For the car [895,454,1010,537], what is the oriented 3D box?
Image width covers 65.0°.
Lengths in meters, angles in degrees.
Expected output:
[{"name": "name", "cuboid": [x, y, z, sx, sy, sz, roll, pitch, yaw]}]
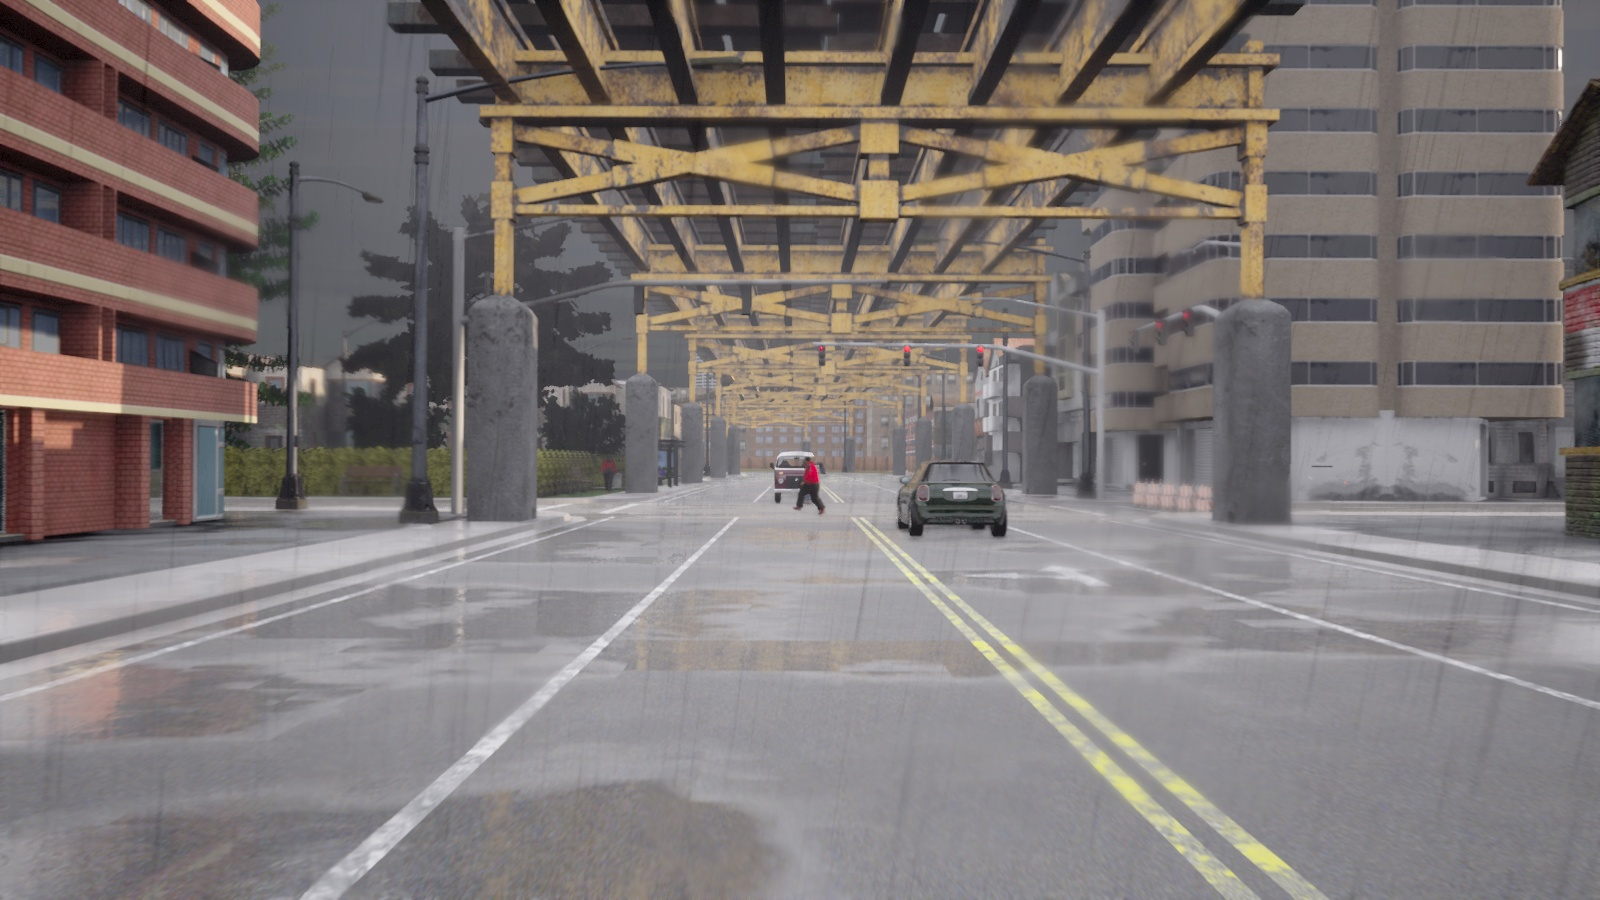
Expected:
[{"name": "car", "cuboid": [3.425, 0.990, 29.056, 2.097, 1.767, 4.553, 0, -1, 0]}]

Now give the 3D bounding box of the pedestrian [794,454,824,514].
[{"name": "pedestrian", "cuboid": [0.284, 1.037, 38.760, 0.899, 1.844, 0.634, 0, -1, -1]}]

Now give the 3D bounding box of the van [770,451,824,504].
[{"name": "van", "cuboid": [-0.131, 1.077, 50.896, 2.069, 2.038, 4.480, 0, -1, 0]}]

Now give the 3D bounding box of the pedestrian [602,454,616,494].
[{"name": "pedestrian", "cuboid": [-8.972, 1.131, 59.030, 0.634, 1.844, 0.899, 0, -1, -9]}]
